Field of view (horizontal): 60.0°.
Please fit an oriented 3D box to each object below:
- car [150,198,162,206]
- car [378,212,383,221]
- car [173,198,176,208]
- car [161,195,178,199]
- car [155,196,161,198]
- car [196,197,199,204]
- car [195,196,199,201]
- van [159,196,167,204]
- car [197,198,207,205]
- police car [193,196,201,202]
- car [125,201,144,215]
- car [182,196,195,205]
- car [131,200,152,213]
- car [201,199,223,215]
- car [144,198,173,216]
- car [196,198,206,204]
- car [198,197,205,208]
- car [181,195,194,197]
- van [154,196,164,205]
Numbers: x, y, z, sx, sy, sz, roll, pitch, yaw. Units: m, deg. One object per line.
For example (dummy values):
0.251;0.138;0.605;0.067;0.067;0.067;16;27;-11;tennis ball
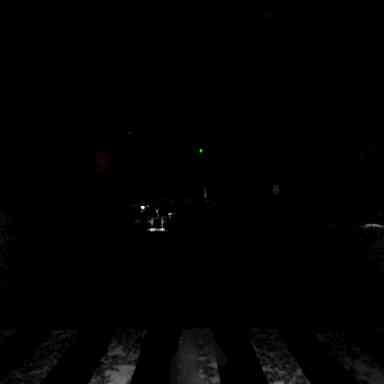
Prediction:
-6.472;1.842;60.815;1.752;1.417;4.829;0;0;-1;car
14.722;1.351;20.773;5.357;1.411;2.033;-1;0;-1;car
-3.587;1.831;44.919;1.895;1.301;4.718;0;0;-1;car
-3.715;1.762;55.100;1.882;1.535;5.008;0;0;-1;car
-6.399;1.853;55.572;1.947;1.339;4.313;0;0;-1;car
2.170;1.821;52.457;2.008;1.369;4.403;0;0;-1;car
2.033;1.875;62.328;2.008;1.369;4.403;0;0;-1;car
-6.700;1.750;77.224;1.690;1.788;3.998;0;0;-1;van
1.957;1.880;67.786;1.752;1.417;4.829;0;0;-1;car
1.251;1.909;90.303;1.930;1.638;5.238;0;0;-1;police car
-6.128;1.734;36.011;2.008;1.369;4.403;0;0;-1;car
-0.671;1.942;65.388;1.895;1.301;4.718;0;0;-1;car
-6.198;1.760;41.002;2.008;1.369;4.403;0;0;-1;car
2.396;1.734;36.125;2.008;1.369;4.403;0;0;-1;car
-3.451;1.669;35.012;2.128;1.511;4.902;0;0;-1;car
1.886;1.949;72.905;1.947;1.339;4.313;0;0;-1;car
2.245;1.785;47.013;1.887;1.381;4.507;0;0;-1;car
-0.904;1.921;75.316;2.128;1.511;4.902;0;0;-1;car
-6.550;1.688;66.398;1.690;1.788;3.998;0;0;-1;van
